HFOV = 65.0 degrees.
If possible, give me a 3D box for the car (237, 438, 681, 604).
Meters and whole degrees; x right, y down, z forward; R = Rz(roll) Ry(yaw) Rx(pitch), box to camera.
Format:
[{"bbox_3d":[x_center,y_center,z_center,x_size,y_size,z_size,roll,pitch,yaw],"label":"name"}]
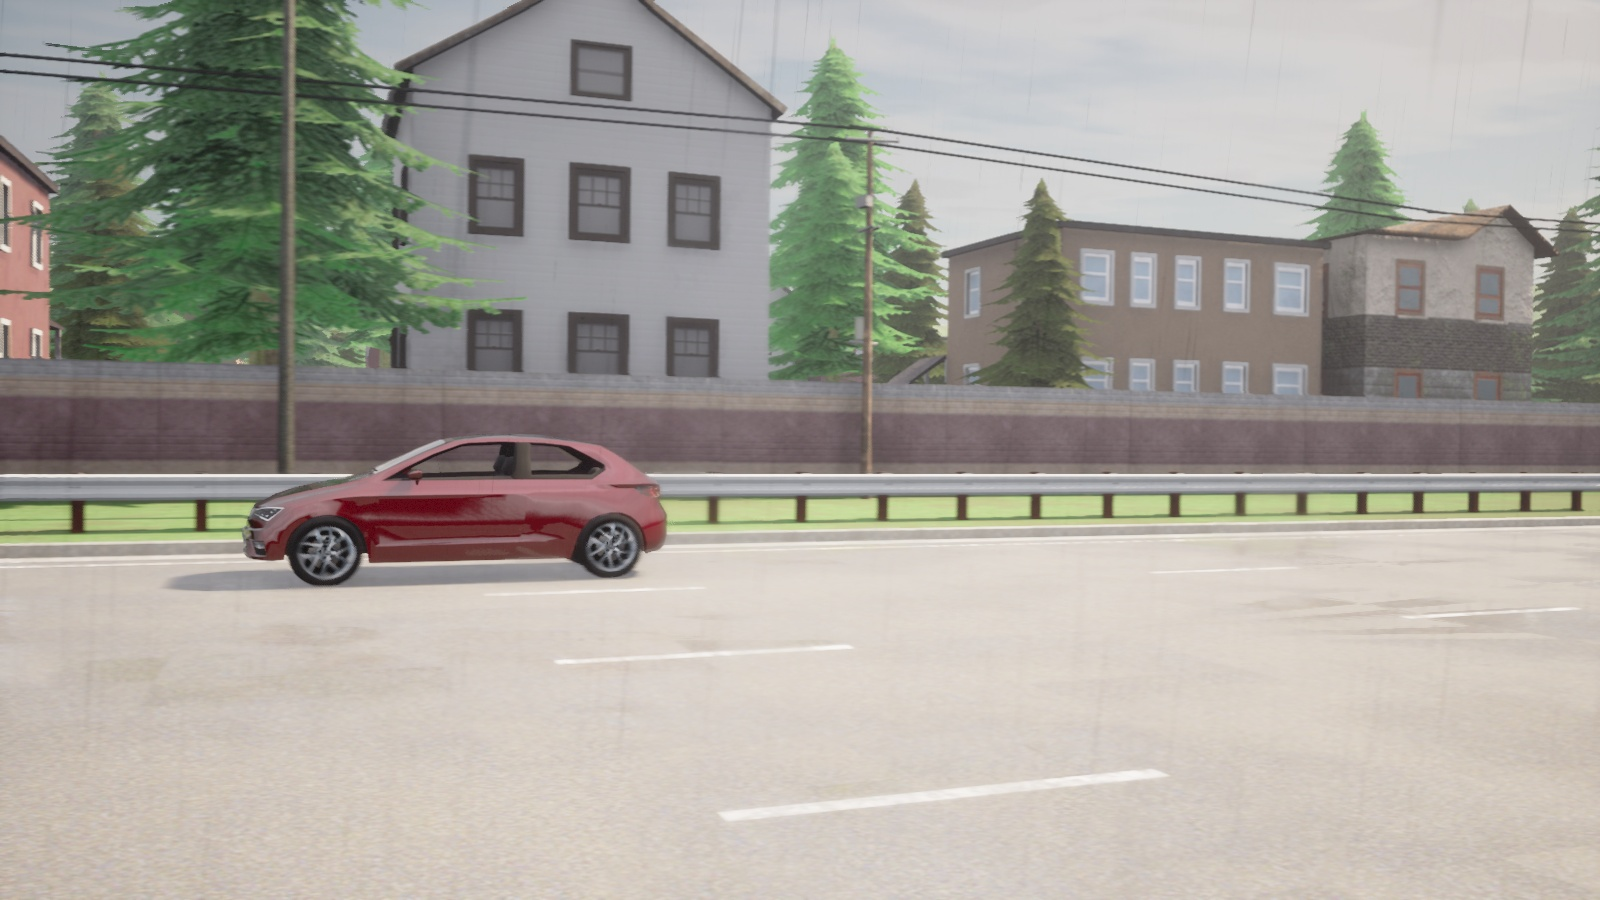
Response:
[{"bbox_3d":[-3.526,0.640,13.131,4.193,1.474,1.816,-1,1,-21],"label":"car"}]
